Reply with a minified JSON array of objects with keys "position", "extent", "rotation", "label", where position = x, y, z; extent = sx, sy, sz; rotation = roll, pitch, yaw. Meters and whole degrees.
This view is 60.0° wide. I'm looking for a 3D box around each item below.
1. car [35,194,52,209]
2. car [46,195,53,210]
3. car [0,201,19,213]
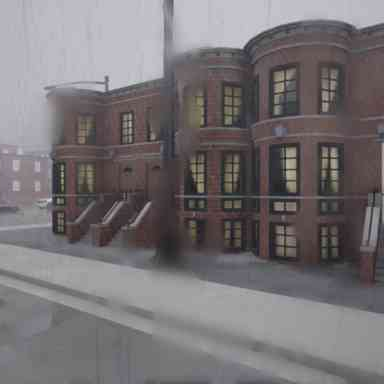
[{"position":[-17.592,1.221,43.743],"extent":[2.150,2.045,5.566],"rotation":[0,0,36],"label":"car"},{"position":[-14.961,1.477,41.406],"extent":[1.882,1.535,5.008],"rotation":[0,0,36],"label":"car"},{"position":[-20.120,1.564,34.188],"extent":[1.994,1.385,4.181],"rotation":[0,0,36],"label":"car"}]
